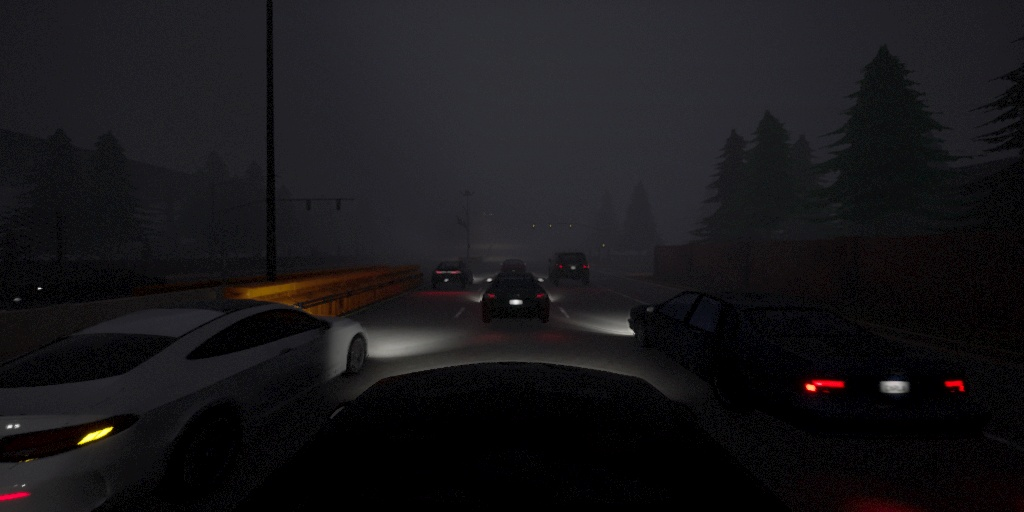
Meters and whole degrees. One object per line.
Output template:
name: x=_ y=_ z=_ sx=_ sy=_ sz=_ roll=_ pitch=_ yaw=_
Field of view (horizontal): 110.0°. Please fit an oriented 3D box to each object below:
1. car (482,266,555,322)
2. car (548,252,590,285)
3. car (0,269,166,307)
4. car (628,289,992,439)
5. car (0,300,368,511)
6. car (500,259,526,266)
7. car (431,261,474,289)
car: x=0.103 y=1.212 z=11.826 sx=1.994 sy=1.385 sz=4.181 roll=0 pitch=1 yaw=0
car: x=3.667 y=0.749 z=23.651 sx=2.150 sy=2.045 sz=5.566 roll=0 pitch=1 yaw=2
car: x=-17.504 y=1.215 z=14.874 sx=1.895 sy=1.301 sz=4.718 roll=0 pitch=1 yaw=0
car: x=3.601 y=1.255 z=5.886 sx=2.033 sy=1.411 sz=5.357 roll=0 pitch=1 yaw=0
car: x=-3.399 y=1.249 z=4.276 sx=1.812 sy=1.442 sz=4.674 roll=0 pitch=1 yaw=0
car: x=0.103 y=0.962 z=27.794 sx=1.882 sy=1.535 sz=5.008 roll=0 pitch=1 yaw=0
car: x=-3.397 y=1.041 z=21.013 sx=2.128 sy=1.511 sz=4.902 roll=0 pitch=0 yaw=0
